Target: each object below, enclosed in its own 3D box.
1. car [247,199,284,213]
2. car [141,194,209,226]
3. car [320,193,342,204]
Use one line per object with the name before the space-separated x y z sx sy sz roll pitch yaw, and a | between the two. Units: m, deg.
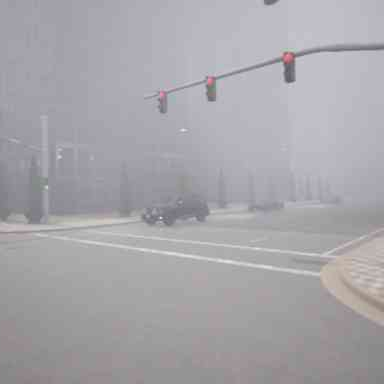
car | 7.445 1.369 33.489 1.895 1.301 4.718 -1 0 41
car | -1.053 1.186 23.704 2.150 2.045 5.566 -1 0 41
car | 20.150 0.967 48.049 2.128 1.511 4.902 -1 0 41
